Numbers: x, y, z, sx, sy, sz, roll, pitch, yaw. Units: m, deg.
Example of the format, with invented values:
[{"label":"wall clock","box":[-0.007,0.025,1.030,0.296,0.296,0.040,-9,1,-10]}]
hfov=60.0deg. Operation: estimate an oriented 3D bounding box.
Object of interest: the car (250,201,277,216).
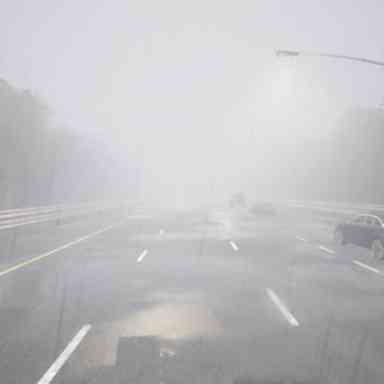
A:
[{"label":"car","box":[7.008,1.578,33.059,1.994,1.385,4.181,0,0,0]}]

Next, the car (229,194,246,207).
[{"label":"car","box":[7.038,1.276,52.065,2.150,2.045,5.566,0,0,0]}]

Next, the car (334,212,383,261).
[{"label":"car","box":[7.002,1.494,12.336,2.128,1.511,4.902,0,0,0]}]
